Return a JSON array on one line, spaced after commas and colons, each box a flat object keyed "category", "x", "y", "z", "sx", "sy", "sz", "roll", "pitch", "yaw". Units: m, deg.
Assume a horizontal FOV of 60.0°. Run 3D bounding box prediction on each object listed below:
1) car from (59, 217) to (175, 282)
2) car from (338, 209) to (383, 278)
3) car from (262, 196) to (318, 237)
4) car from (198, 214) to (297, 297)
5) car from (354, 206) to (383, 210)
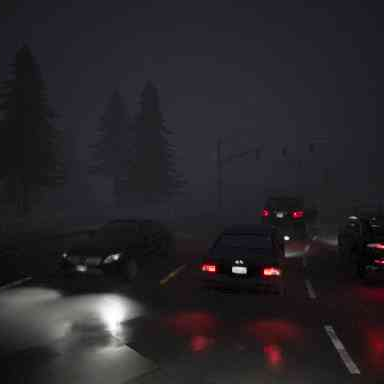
[{"category": "car", "x": -1.927, "y": 1.525, "z": 10.025, "sx": 1.812, "sy": 1.442, "sz": 4.674, "roll": 0, "pitch": 0, "yaw": 17}, {"category": "car", "x": 5.562, "y": 1.490, "z": 9.869, "sx": 2.128, "sy": 1.511, "sz": 4.902, "roll": 0, "pitch": 0, "yaw": 17}, {"category": "car", "x": 5.485, "y": 1.221, "z": 18.265, "sx": 2.150, "sy": 2.045, "sz": 5.566, "roll": 0, "pitch": 0, "yaw": 28}, {"category": "car", "x": 1.546, "y": 1.547, "z": 8.817, "sx": 2.033, "sy": 1.411, "sz": 5.357, "roll": 0, "pitch": 0, "yaw": 15}, {"category": "car", "x": 9.716, "y": 1.492, "z": 18.213, "sx": 2.128, "sy": 1.511, "sz": 4.902, "roll": 0, "pitch": 0, "yaw": 33}]
